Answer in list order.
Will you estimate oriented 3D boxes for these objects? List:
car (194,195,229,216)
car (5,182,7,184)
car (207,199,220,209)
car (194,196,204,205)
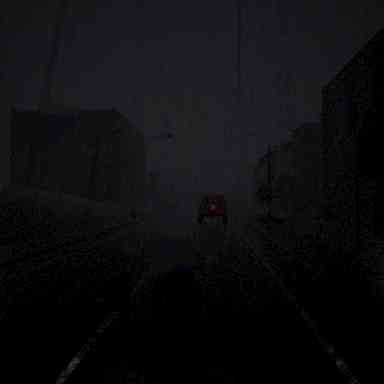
[{"bbox_3d":[1.599,1.189,25.364,2.150,2.045,5.566,0,-1,4],"label":"car"},{"bbox_3d":[-35.250,-1.119,61.618,2.163,1.488,4.792,1,-4,-14],"label":"car"},{"bbox_3d":[3.332,1.821,51.438,1.882,1.535,5.008,0,-1,4],"label":"car"},{"bbox_3d":[1.665,2.028,79.128,2.150,2.045,5.566,0,-1,4],"label":"car"}]
